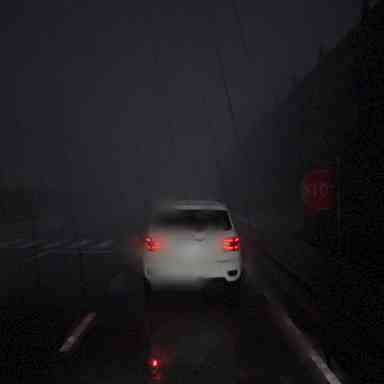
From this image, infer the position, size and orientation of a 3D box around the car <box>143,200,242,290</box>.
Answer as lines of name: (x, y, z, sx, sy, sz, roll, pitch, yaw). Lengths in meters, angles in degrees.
car: (-0.014, 1.221, 9.233, 2.150, 2.045, 5.566, 0, 0, -1)
